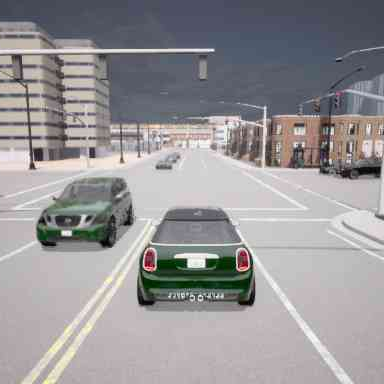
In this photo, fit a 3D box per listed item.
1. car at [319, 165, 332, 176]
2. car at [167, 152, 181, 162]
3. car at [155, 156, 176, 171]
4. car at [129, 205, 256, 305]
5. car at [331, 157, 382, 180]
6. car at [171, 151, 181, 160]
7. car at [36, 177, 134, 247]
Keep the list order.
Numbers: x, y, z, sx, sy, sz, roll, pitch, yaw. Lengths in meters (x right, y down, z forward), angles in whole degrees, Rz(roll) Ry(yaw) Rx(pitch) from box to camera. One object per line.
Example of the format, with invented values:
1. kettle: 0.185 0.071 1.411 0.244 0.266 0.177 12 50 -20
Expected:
1. car: 15.981 -2.506 35.815 4.181 1.385 1.994 0 9 0
2. car: -3.514 -5.723 56.851 2.128 1.511 4.902 0 8 0
3. car: -3.544 -3.526 42.656 1.994 1.385 4.181 0 8 0
4. car: 0.085 1.072 7.698 2.097 1.767 4.553 0 4 0
5. car: 17.064 -2.326 32.294 5.566 2.045 2.150 0 9 1
6. car: -3.413 -7.783 70.533 1.882 1.535 5.008 0 9 0
7. car: -3.585 0.556 12.242 2.150 2.045 5.566 0 6 0
